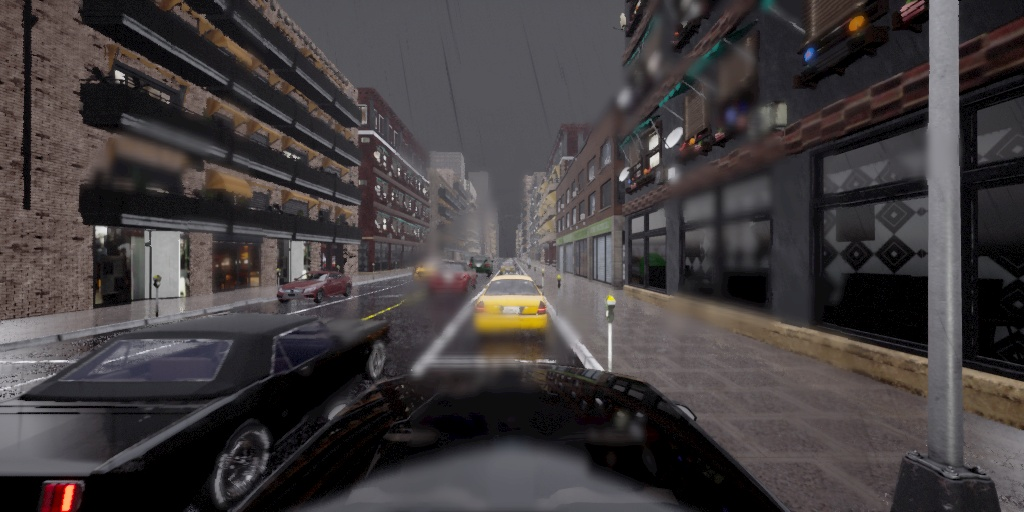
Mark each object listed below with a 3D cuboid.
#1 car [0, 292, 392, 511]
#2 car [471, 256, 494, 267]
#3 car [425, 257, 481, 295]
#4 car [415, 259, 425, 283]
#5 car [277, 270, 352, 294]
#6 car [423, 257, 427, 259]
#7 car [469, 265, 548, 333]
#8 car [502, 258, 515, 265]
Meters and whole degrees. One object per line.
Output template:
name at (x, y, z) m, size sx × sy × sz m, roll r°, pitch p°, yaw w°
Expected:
car at (-3.049, 1.351, 4.241) m, size 1.895 × 1.301 × 4.718 m, roll 0°, pitch 0°, yaw 0°
car at (-3.047, 0.971, 35.360) m, size 2.150 × 2.045 × 5.566 m, roll 0°, pitch 0°, yaw 0°
car at (-3.146, 1.102, 20.017) m, size 2.097 × 1.767 × 4.553 m, roll 0°, pitch 0°, yaw 0°
car at (-6.243, 1.228, 28.523) m, size 1.882 × 1.535 × 5.008 m, roll 0°, pitch 0°, yaw 0°
car at (-8.837, 1.333, 16.462) m, size 1.802 × 1.307 × 4.207 m, roll 0°, pitch 0°, yaw 0°
car at (-8.837, 1.064, 39.007) m, size 2.192 × 1.841 × 5.009 m, roll 0°, pitch 0°, yaw 0°
car at (0.005, 1.207, 10.689) m, size 1.801 × 1.575 × 5.366 m, roll 0°, pitch 0°, yaw 0°
car at (-0.456, 1.275, 39.173) m, size 1.751 × 1.417 × 4.829 m, roll 0°, pitch 0°, yaw 0°
